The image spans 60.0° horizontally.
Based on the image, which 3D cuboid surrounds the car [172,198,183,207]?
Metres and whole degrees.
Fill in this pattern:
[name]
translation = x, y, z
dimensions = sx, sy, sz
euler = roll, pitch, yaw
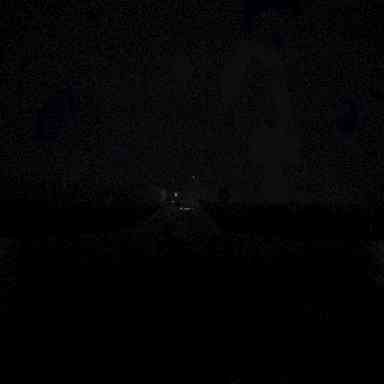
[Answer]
[car]
translation = -2.750, 1.864, 63.332
dimensions = 2.097, 1.767, 4.553
euler = 0, 0, 0
